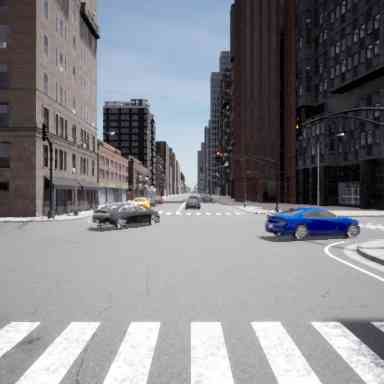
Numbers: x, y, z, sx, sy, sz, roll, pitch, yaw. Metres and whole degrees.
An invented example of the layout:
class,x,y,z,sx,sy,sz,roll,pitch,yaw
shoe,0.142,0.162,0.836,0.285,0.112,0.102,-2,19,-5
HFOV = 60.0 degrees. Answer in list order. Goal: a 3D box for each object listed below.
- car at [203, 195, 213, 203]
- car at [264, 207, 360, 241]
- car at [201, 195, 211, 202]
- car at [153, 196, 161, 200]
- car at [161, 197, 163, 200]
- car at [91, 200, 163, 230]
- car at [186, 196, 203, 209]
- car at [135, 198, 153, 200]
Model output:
class,x,y,z,sx,sy,sz,roll,pitch,yaw
car,3.379,1.532,70.964,2.128,1.511,4.902,0,0,0
car,6.057,1.515,16.670,5.008,1.535,1.882,1,0,-20
car,3.398,1.500,81.384,2.128,1.511,4.902,0,0,0
car,-6.490,1.574,51.446,1.994,1.385,4.181,0,0,1
car,-6.450,1.488,61.867,1.882,1.535,5.008,0,0,0
car,-4.128,1.495,21.465,2.128,1.511,4.902,0,0,36
car,0.153,1.573,46.327,1.994,1.385,4.181,0,0,0
car,-6.521,1.485,42.196,1.882,1.535,5.008,0,0,0
